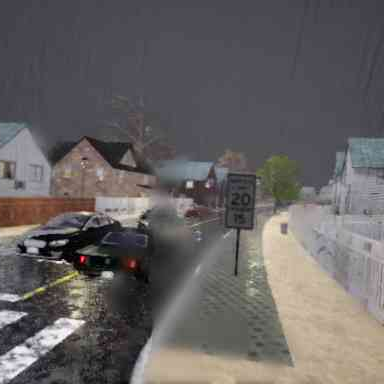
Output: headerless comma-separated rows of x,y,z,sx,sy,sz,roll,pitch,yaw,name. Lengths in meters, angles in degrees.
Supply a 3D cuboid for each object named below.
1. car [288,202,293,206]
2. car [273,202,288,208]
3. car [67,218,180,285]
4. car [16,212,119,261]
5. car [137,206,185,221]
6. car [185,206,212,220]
25.120,3.216,86.641,1.812,1.442,4.674,4,1,29,car
20.317,2.964,77.554,1.812,1.442,4.674,4,0,27,car
-1.659,1.775,10.321,1.895,1.301,4.718,4,0,10,car
-4.207,1.512,12.250,2.128,1.511,4.902,4,0,12,car
-2.180,1.719,22.322,1.837,1.490,4.892,4,0,12,car
0.611,2.065,33.760,1.895,1.301,4.718,4,0,16,car
